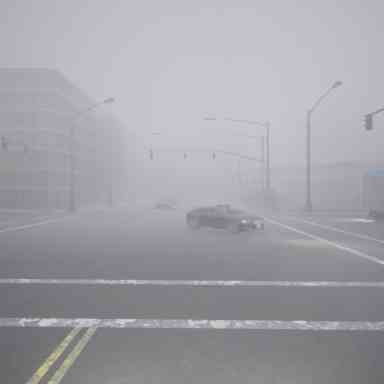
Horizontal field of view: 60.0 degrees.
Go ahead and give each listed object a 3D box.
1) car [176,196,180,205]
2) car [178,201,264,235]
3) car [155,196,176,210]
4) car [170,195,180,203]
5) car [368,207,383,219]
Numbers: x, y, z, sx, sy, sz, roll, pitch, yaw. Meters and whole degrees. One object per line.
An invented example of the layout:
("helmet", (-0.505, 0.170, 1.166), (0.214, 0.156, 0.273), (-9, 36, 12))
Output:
("car", (-3.554, 1.563, 55.705), (1.994, 1.385, 4.181), (0, 0, 0))
("car", (1.705, 1.468, 18.716), (2.128, 1.511, 4.902), (-1, 0, -44))
("car", (-3.568, 1.547, 42.174), (2.033, 1.411, 5.357), (0, 0, 0))
("car", (-3.454, 1.477, 69.220), (1.882, 1.535, 5.008), (0, 0, 0))
("car", (16.420, 1.564, 26.479), (4.181, 1.385, 1.994), (0, 0, 0))
